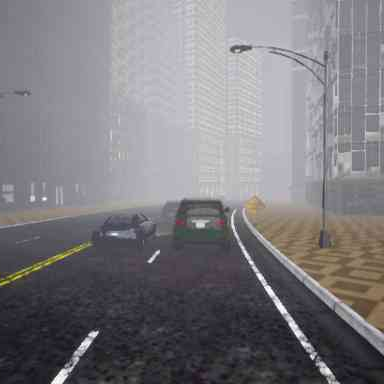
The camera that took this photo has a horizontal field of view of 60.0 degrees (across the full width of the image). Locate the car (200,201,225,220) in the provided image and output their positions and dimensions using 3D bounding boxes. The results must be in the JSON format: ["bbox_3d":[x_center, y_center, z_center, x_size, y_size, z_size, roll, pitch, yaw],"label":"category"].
[{"bbox_3d":[1.863,1.532,28.937,1.812,1.442,4.674,0,0,7],"label":"car"}]

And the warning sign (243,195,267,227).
[{"bbox_3d":[3.793,1.116,20.185,1.300,1.860,1.060,1,1,5],"label":"warning sign"}]

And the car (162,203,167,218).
[{"bbox_3d":[-1.361,1.508,29.349,1.837,1.490,4.892,0,0,7],"label":"car"}]

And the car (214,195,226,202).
[{"bbox_3d":[6.460,1.537,77.037,1.812,1.442,4.674,0,0,18],"label":"car"}]

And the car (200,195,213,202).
[{"bbox_3d":[3.403,1.516,78.140,1.812,1.442,4.674,0,0,18],"label":"car"}]

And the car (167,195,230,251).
[{"bbox_3d":[0.469,1.255,14.341,2.150,2.045,5.566,0,0,4],"label":"car"}]

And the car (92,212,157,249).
[{"bbox_3d":[-2.777,1.566,14.519,1.994,1.385,4.181,0,0,4],"label":"car"}]
